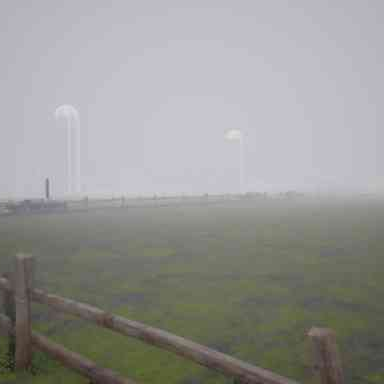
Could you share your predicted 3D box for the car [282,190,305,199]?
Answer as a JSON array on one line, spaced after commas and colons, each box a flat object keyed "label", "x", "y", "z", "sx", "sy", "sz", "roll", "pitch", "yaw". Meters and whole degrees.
[{"label": "car", "x": 16.995, "y": 0.397, "z": 55.429, "sx": 4.892, "sy": 1.490, "sz": 1.837, "roll": -1, "pitch": 0, "yaw": -40}]

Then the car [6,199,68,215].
[{"label": "car", "x": -13.562, "y": 1.234, "z": 29.357, "sx": 4.718, "sy": 1.301, "sz": 1.895, "roll": -1, "pitch": 0, "yaw": -40}]

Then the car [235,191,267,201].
[{"label": "car", "x": 9.346, "y": 0.616, "z": 52.547, "sx": 5.357, "sy": 1.411, "sz": 2.033, "roll": -1, "pitch": 0, "yaw": -40}]

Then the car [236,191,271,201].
[{"label": "car", "x": 9.321, "y": 0.623, "z": 48.820, "sx": 5.357, "sy": 1.411, "sz": 2.033, "roll": -1, "pitch": 0, "yaw": -40}]
